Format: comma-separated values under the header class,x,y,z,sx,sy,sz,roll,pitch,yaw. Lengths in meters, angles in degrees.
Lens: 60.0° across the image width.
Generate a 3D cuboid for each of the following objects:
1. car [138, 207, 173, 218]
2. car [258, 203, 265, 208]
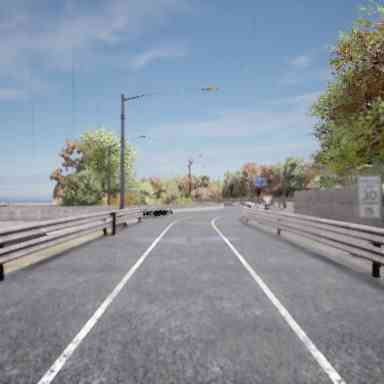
class,x,y,z,sx,sy,sz,roll,pitch,yaw
car,-4.461,2.399,39.693,1.895,1.301,4.718,-1,-2,39
car,17.061,3.424,80.871,2.033,1.411,5.357,0,-2,16
